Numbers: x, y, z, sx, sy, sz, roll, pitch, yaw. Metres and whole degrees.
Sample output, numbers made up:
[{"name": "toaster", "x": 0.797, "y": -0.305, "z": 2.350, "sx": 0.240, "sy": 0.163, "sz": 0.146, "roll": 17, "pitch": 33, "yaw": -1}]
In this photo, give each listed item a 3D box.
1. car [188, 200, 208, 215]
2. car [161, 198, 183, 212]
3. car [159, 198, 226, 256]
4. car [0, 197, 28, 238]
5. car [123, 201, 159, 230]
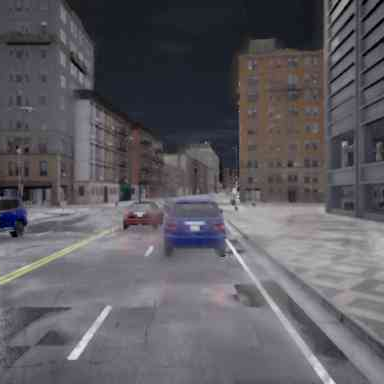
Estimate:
[{"name": "car", "x": 0.645, "y": 1.582, "z": 35.176, "sx": 1.994, "sy": 1.385, "sz": 4.181, "roll": 0, "pitch": 0, "yaw": 3}, {"name": "car", "x": -2.336, "y": 1.505, "z": 40.545, "sx": 2.128, "sy": 1.511, "sz": 4.902, "roll": 0, "pitch": 0, "yaw": 3}, {"name": "car", "x": 0.110, "y": 1.252, "z": 13.398, "sx": 2.150, "sy": 2.045, "sz": 5.566, "roll": 0, "pitch": 0, "yaw": 0}, {"name": "car", "x": -9.745, "y": 1.247, "z": 15.301, "sx": 2.150, "sy": 2.045, "sz": 5.566, "roll": 0, "pitch": 0, "yaw": 0}, {"name": "car", "x": -3.038, "y": 1.381, "z": 21.716, "sx": 2.097, "sy": 1.767, "sz": 4.553, "roll": 0, "pitch": 0, "yaw": 1}]
